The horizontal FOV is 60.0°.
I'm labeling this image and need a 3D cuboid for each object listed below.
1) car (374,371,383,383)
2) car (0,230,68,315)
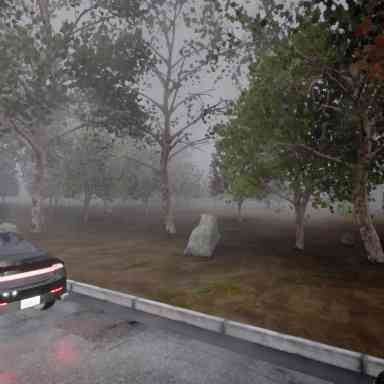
[{"bbox_3d":[3.250,1.490,1.059,4.902,1.511,2.128,0,0,36],"label":"car"},{"bbox_3d":[-4.481,1.501,6.576,4.902,1.511,2.128,0,0,36],"label":"car"}]
